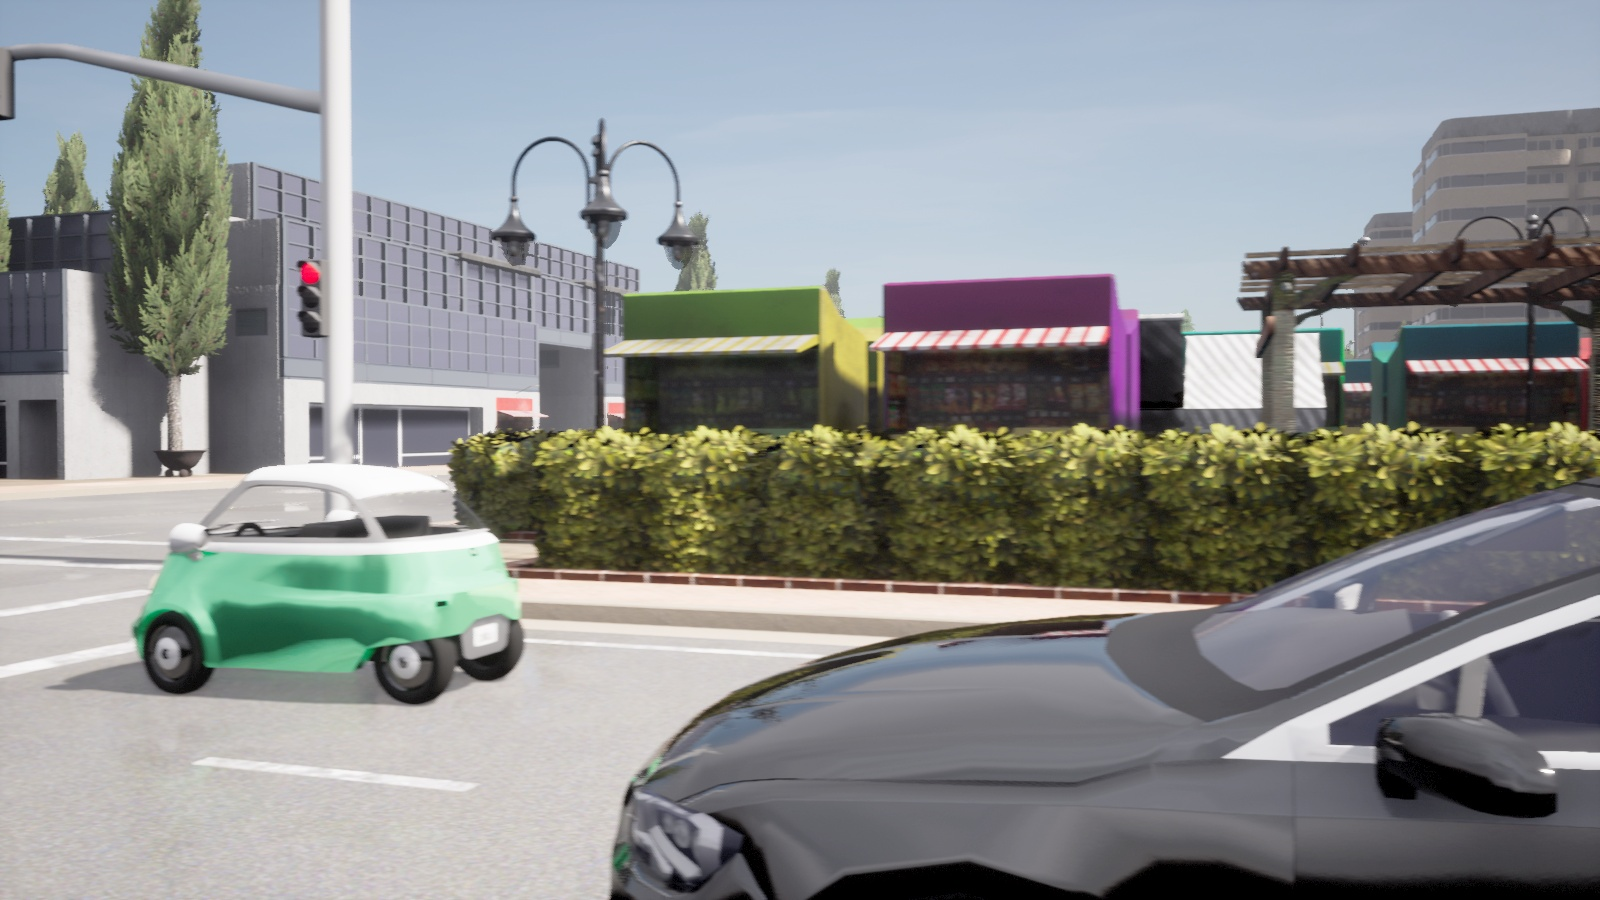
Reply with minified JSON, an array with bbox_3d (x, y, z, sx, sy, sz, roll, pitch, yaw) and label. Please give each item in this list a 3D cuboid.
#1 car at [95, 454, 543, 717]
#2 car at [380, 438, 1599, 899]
[{"bbox_3d":[-2.977,0.743,7.917,2.207,1.376,1.481,1,1,20],"label":"car"},{"bbox_3d":[1.884,0.749,2.560,4.902,1.511,2.128,1,1,19],"label":"car"}]
